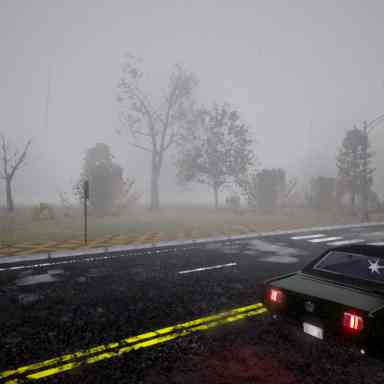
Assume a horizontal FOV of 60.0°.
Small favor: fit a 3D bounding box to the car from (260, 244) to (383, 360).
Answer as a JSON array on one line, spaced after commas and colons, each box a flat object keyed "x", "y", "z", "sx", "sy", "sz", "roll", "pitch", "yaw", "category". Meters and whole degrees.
[{"x": 3.480, "y": 1.600, "z": 5.790, "sx": 4.718, "sy": 1.301, "sz": 1.895, "roll": 0, "pitch": 0, "yaw": -35, "category": "car"}]
